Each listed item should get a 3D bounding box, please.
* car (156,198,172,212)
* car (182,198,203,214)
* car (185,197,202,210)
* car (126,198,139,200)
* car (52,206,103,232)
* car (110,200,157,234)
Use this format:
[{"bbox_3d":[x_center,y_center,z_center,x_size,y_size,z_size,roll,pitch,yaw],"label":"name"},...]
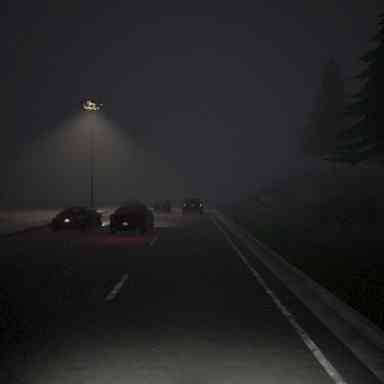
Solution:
[{"bbox_3d":[-3.374,1.491,38.624,2.128,1.511,4.902,0,0,1],"label":"car"},{"bbox_3d":[0.096,1.352,34.690,2.097,1.767,4.553,0,0,0],"label":"car"},{"bbox_3d":[0.240,1.492,43.944,2.128,1.511,4.902,0,0,2],"label":"car"},{"bbox_3d":[-6.875,1.505,38.778,1.837,1.490,4.892,0,0,1],"label":"car"},{"bbox_3d":[-6.899,1.564,20.371,1.994,1.385,4.181,0,0,0],"label":"car"},{"bbox_3d":[-3.399,1.477,19.396,1.882,1.535,5.008,0,0,0],"label":"car"}]
